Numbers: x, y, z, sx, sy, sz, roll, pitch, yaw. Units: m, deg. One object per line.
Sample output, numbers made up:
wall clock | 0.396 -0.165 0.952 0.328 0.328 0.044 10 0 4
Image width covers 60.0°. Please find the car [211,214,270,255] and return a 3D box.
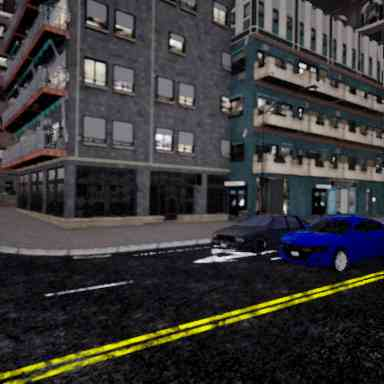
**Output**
car | 3.363 1.646 14.066 5.357 1.411 2.033 1 0 -35

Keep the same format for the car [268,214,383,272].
car | 5.086 1.575 11.303 5.008 1.535 1.882 1 0 -35
